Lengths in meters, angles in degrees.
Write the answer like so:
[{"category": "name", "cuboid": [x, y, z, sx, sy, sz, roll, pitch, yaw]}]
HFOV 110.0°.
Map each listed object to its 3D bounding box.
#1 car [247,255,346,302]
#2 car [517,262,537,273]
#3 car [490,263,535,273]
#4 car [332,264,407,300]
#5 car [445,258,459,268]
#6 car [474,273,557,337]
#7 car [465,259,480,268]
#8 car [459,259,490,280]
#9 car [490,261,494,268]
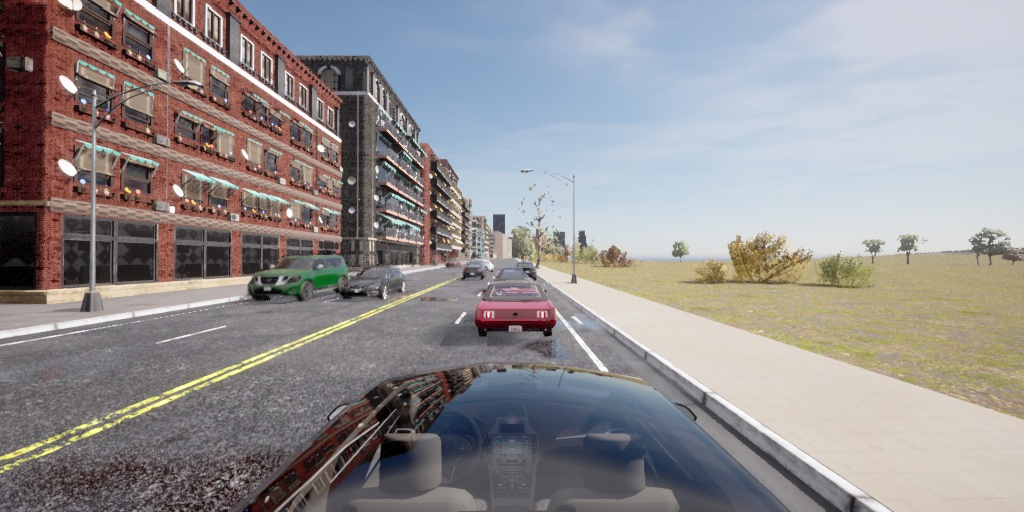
[{"category": "car", "cuboid": [-9.893, 0.974, 17.250, 2.150, 2.045, 5.566, 0, 0, 0]}, {"category": "car", "cuboid": [1.056, 1.259, 30.325, 1.837, 1.490, 4.892, 0, 0, 0]}, {"category": "car", "cuboid": [0.039, 1.317, 20.331, 1.994, 1.385, 4.181, 0, 0, 0]}, {"category": "car", "cuboid": [-6.646, 1.257, 17.747, 1.837, 1.490, 4.892, 0, 0, 0]}, {"category": "car", "cuboid": [-9.991, 1.103, 60.652, 2.097, 1.767, 4.553, 0, 0, 0]}, {"category": "car", "cuboid": [0.076, 1.352, 10.301, 1.895, 1.301, 4.718, 0, 0, 0]}, {"category": "car", "cuboid": [-6.742, 1.245, 61.445, 2.128, 1.511, 4.902, 0, 0, 0]}, {"category": "car", "cuboid": [-3.237, 1.279, 31.621, 1.812, 1.442, 4.674, 0, 0, 0]}, {"category": "car", "cuboid": [-3.277, 1.279, 45.394, 1.812, 1.442, 4.674, 0, 0, 0]}]
